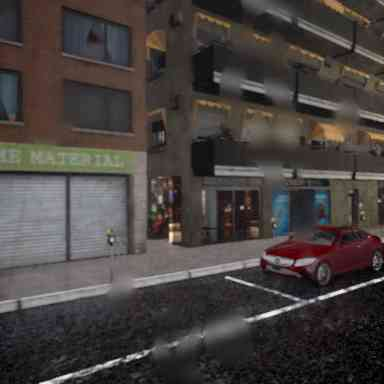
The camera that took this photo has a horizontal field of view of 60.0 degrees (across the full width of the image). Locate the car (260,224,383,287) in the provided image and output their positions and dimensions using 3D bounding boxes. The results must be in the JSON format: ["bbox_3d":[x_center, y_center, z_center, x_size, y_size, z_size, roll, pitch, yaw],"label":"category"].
[{"bbox_3d":[3.753,1.586,9.248,4.206,1.307,1.802,0,0,-36],"label":"car"}]
